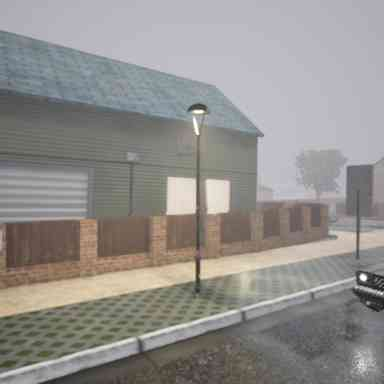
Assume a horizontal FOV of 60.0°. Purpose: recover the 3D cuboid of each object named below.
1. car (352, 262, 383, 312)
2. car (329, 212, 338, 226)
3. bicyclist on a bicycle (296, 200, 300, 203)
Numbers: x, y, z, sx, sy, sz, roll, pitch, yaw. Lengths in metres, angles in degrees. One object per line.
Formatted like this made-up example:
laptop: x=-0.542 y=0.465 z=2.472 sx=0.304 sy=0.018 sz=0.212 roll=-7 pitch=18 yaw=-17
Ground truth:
car: x=5.266 y=1.634 z=6.542 sx=4.718 sy=1.301 sz=1.895 roll=0 pitch=0 yaw=-33
car: x=8.037 y=1.594 z=23.983 sx=1.837 sy=1.490 sz=4.892 roll=2 pitch=-1 yaw=-34
bicyclist on a bicycle: x=10.048 y=1.579 z=31.544 sx=1.656 sy=1.620 sz=0.582 roll=2 pitch=-1 yaw=-34
